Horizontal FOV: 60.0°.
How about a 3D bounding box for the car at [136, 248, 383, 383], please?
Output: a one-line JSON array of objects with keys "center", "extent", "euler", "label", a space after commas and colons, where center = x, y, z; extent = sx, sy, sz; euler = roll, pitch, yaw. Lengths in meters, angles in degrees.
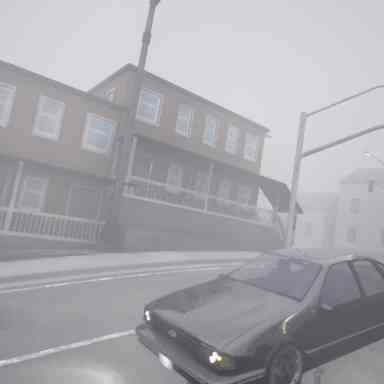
[{"center": [1.875, 1.667, 5.341], "extent": [5.357, 1.411, 2.033], "euler": [3, -2, -36], "label": "car"}]
